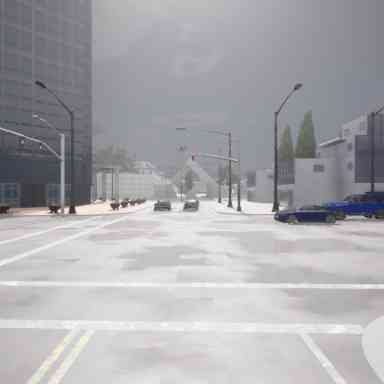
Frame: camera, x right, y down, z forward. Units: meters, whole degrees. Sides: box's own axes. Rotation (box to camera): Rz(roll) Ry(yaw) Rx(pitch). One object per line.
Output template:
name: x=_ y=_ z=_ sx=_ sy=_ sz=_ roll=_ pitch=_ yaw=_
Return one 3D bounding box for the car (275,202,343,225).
car: x=8.018 y=1.564 z=23.576 sx=4.181 sy=1.385 sz=1.994 roll=0 pitch=0 yaw=-1

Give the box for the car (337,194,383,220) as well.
car: x=13.370 y=1.211 z=27.144 sx=5.566 sy=2.045 sz=2.150 roll=0 pitch=0 yaw=0

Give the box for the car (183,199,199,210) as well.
car: x=-0.087 y=1.547 z=43.032 sx=2.033 sy=1.411 sz=5.357 roll=0 pitch=0 yaw=3

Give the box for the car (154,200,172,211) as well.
car: x=-3.619 y=1.601 z=41.646 sx=1.895 sy=1.301 sz=4.718 roll=0 pitch=0 yaw=0
